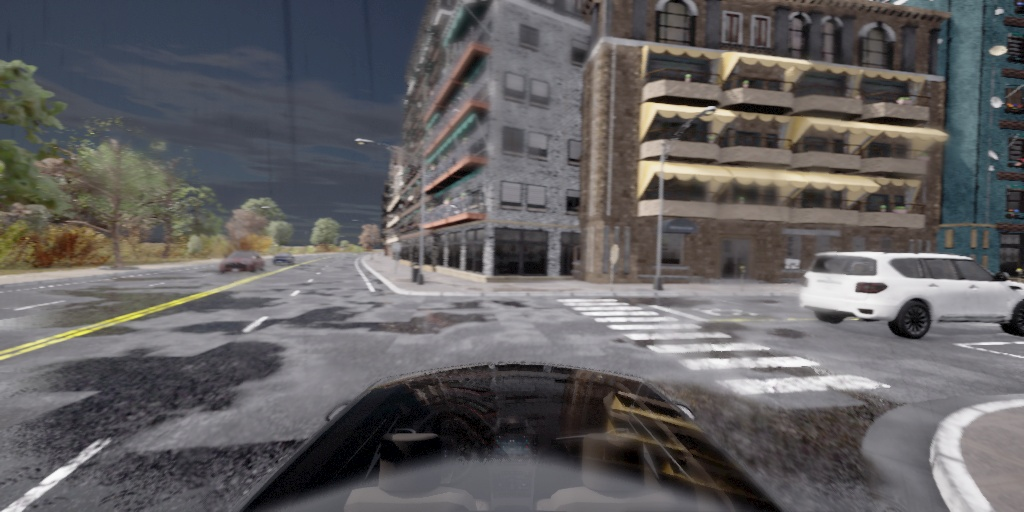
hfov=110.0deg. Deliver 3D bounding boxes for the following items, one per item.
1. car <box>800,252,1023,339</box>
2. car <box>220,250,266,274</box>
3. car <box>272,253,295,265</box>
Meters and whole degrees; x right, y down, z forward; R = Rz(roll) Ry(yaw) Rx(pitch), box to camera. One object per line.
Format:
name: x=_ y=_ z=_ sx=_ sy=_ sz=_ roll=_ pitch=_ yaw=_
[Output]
car: x=10.806 y=0.938 z=9.601 sx=5.566 sy=2.045 sz=2.150 roll=1 pitch=1 yaw=-8
car: x=-20.220 y=0.397 z=27.107 sx=2.097 sy=1.767 sz=4.553 roll=2 pitch=0 yaw=-25
car: x=-27.989 y=0.294 z=44.141 sx=2.033 sy=1.411 sz=5.357 roll=2 pitch=0 yaw=-24
